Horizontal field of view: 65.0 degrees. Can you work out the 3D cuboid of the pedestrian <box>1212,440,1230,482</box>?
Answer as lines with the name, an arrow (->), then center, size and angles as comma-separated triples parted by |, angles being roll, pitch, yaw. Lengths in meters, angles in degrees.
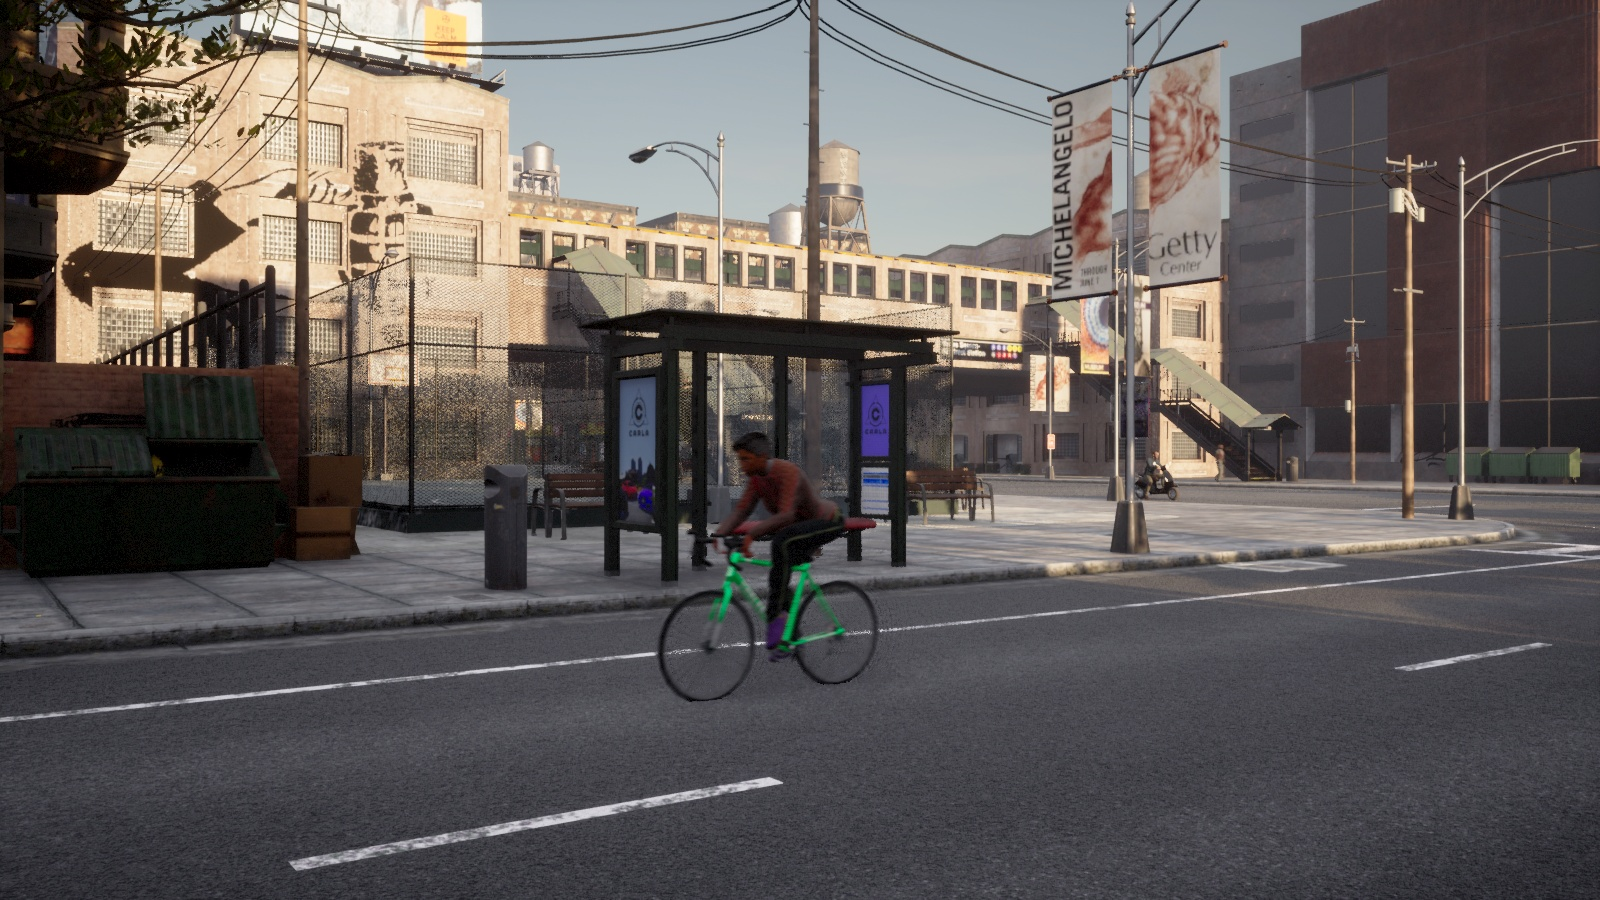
pedestrian -> 19.597, 0.503, 58.479 | 0.402, 1.930, 0.666 | 0, 0, -35

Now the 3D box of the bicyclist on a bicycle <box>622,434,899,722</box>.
bicyclist on a bicycle -> -0.220, 0.717, 7.775 | 1.656, 1.620, 0.582 | 0, 0, -35

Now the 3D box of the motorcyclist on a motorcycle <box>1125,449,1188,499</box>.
motorcyclist on a motorcycle -> 11.545, 0.773, 40.714 | 0.866, 1.590, 1.817 | 0, 0, -34
